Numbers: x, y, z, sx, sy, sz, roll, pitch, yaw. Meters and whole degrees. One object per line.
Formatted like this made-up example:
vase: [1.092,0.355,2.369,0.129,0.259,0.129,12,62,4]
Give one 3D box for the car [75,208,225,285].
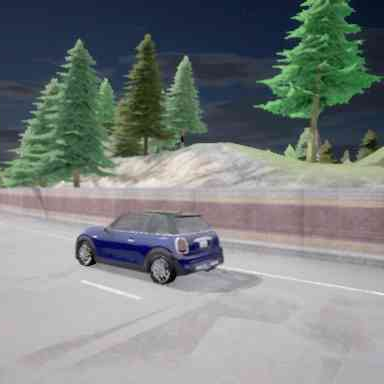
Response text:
car: [-1.378,1.307,9.634,4.553,1.767,2.097,1,0,38]
